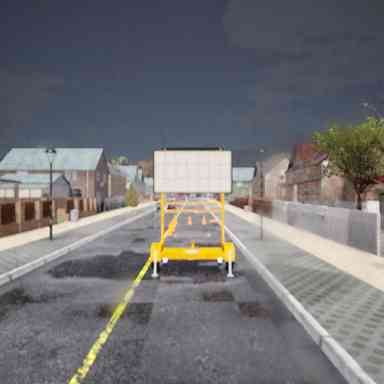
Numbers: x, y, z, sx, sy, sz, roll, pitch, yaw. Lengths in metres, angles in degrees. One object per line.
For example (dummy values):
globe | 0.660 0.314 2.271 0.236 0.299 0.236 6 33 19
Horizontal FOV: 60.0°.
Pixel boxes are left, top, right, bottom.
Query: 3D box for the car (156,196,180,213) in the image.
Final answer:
car | -2.812 1.476 36.296 2.128 1.511 4.902 0 0 0

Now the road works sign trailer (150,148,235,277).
road works sign trailer | 0.023 0.449 10.205 2.380 3.560 2.880 0 0 0

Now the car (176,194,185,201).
car | -2.675 1.153 77.529 2.150 2.045 5.566 0 0 0
